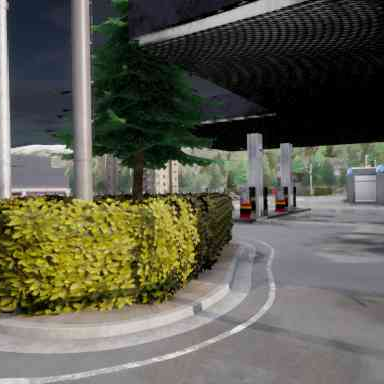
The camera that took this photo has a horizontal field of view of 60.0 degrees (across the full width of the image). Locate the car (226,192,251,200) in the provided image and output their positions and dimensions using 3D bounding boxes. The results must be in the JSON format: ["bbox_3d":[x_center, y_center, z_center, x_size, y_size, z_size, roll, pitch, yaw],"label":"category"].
[{"bbox_3d":[9.246,0.812,66.485,4.514,1.523,2.007,-1,1,35],"label":"car"}]

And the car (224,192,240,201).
[{"bbox_3d":[7.473,0.850,63.898,5.027,1.636,2.152,-1,1,35],"label":"car"}]

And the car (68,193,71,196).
[{"bbox_3d":[-24.204,1.124,63.874,3.866,1.878,1.905,-1,1,35],"label":"car"}]

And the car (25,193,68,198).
[{"bbox_3d":[-14.746,1.183,33.582,3.866,1.878,1.905,-1,1,35],"label":"car"}]
